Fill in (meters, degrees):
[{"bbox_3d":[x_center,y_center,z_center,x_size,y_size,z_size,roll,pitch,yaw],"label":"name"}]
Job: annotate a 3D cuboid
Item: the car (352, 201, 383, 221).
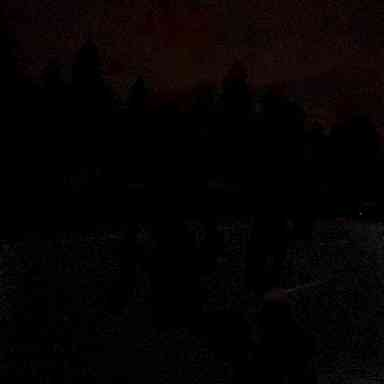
[{"bbox_3d":[15.221,1.516,27.492,5.008,1.535,1.882,0,0,-35],"label":"car"}]
